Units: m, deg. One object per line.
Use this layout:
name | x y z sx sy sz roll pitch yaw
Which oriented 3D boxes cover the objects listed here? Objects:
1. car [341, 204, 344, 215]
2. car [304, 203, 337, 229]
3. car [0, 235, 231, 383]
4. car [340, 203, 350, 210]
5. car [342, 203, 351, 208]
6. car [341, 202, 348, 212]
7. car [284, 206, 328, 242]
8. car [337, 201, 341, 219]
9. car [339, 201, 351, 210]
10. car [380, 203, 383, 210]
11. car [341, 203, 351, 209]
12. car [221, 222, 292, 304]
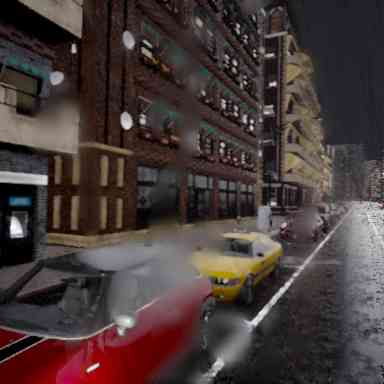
car | 16.229 2.384 38.550 1.802 1.307 4.206 1 0 27
car | 8.744 1.786 23.690 2.192 1.841 5.009 1 0 27
car | -1.250 1.470 3.873 1.967 1.590 4.097 1 0 27
car | 33.713 3.134 73.227 1.947 1.339 4.313 1 0 27
car | 38.707 3.368 83.135 1.802 1.307 4.206 1 0 27
car | 21.149 2.543 48.306 1.752 1.417 4.829 1 0 27
car | 6.243 1.801 18.735 1.967 1.590 4.097 1 0 27
car | 11.242 1.897 28.644 2.192 1.841 5.009 1 0 27
car | 26.227 2.555 58.367 2.192 1.841 5.009 1 0 27
car | 43.259 3.201 74.653 1.967 1.590 4.097 1 0 27
car | 36.210 3.259 78.181 1.802 1.307 4.206 1 0 27
car | 1.169 1.662 8.675 1.752 1.417 4.829 1 0 27
